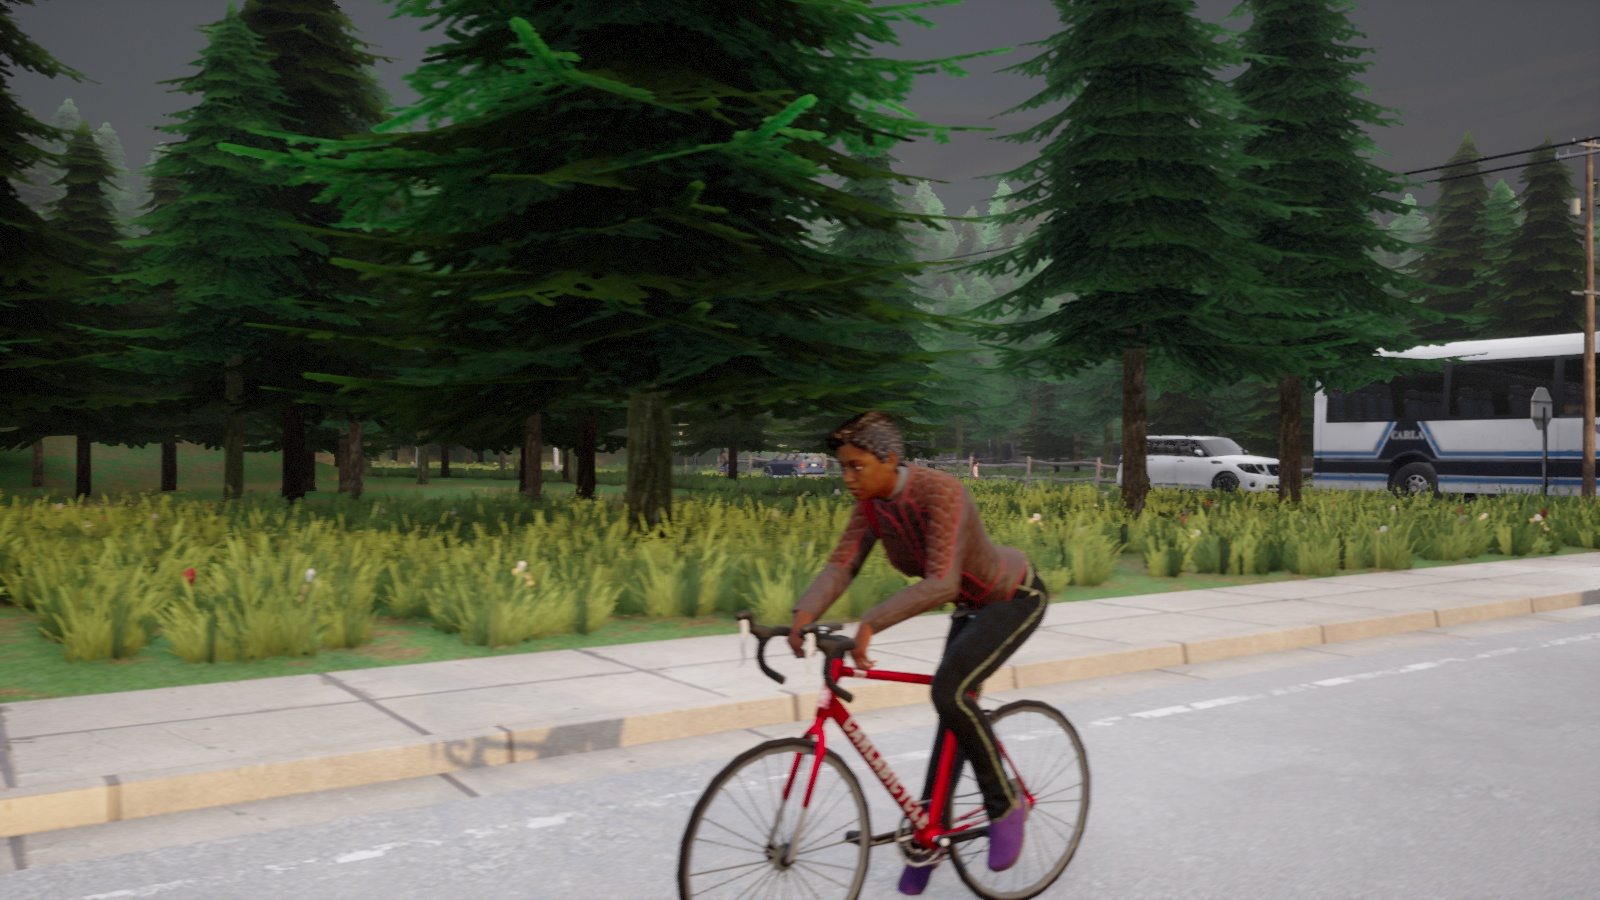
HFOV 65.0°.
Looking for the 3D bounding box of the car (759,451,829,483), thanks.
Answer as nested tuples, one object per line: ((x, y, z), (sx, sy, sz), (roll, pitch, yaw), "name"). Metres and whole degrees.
((-0.327, 0.853, 63.357), (1.789, 1.549, 3.705), (0, 0, -34), "car")

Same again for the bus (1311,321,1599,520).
((17.752, -0.632, 29.477), (3.944, 4.253, 10.273), (0, 0, -32), "bus")

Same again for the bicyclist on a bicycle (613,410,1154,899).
((0.309, 0.706, 3.874), (1.656, 1.620, 0.582), (0, 0, -35), "bicyclist on a bicycle")

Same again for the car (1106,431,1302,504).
((12.179, 0.497, 38.276), (2.150, 2.045, 5.566), (0, 0, -33), "car")
